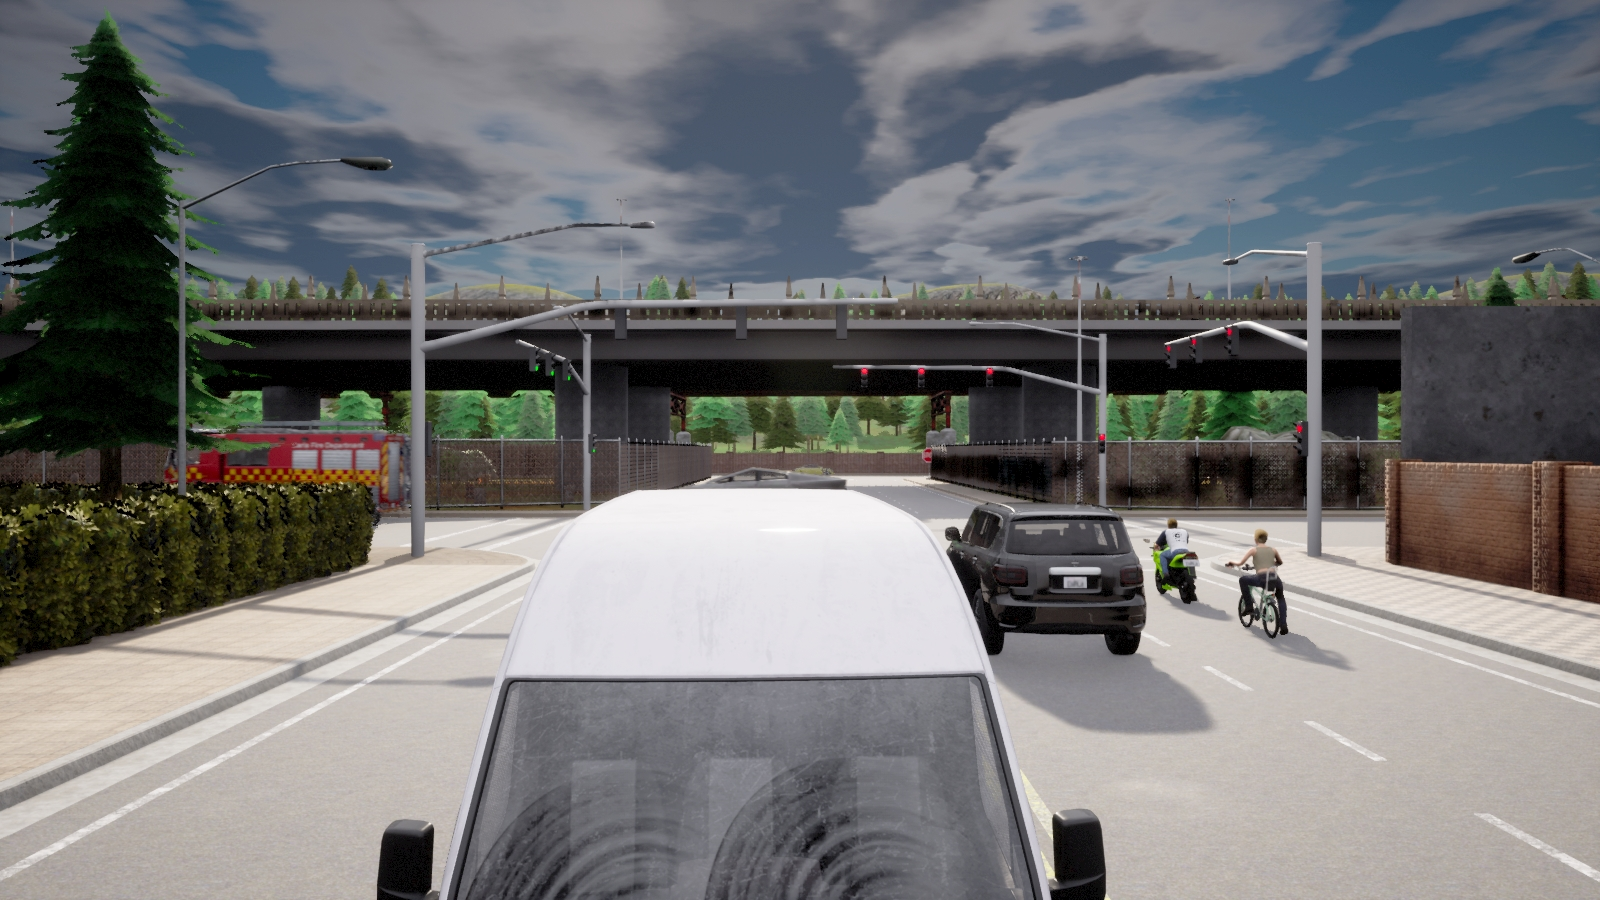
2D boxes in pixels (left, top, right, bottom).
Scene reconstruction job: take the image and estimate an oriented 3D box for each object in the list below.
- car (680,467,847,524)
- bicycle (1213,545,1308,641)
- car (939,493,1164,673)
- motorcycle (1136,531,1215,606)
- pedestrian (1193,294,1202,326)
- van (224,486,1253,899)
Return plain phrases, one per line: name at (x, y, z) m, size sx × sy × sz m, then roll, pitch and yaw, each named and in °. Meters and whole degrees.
car at (-1.370, 1.727, 44.020) m, size 6.274 × 2.098 × 2.390 m, roll 0°, pitch 0°, yaw 0°
bicycle at (7.010, 2.159, 17.481) m, size 0.859 × 1.276 × 1.487 m, roll 0°, pitch 0°, yaw 0°
car at (3.496, 1.780, 17.139) m, size 2.150 × 2.045 × 5.566 m, roll 0°, pitch 0°, yaw 0°
motorcycle at (6.995, 2.187, 21.401) m, size 0.803 × 1.199 × 2.033 m, roll 0°, pitch 0°, yaw 0°
pedestrian at (23.563, -8.300, 67.717) m, size 0.375 × 1.860 × 0.375 m, roll 0°, pitch 0°, yaw 0°
van at (-0.245, 1.535, 5.164) m, size 1.988 × 2.561 × 5.915 m, roll 0°, pitch 0°, yaw -3°
